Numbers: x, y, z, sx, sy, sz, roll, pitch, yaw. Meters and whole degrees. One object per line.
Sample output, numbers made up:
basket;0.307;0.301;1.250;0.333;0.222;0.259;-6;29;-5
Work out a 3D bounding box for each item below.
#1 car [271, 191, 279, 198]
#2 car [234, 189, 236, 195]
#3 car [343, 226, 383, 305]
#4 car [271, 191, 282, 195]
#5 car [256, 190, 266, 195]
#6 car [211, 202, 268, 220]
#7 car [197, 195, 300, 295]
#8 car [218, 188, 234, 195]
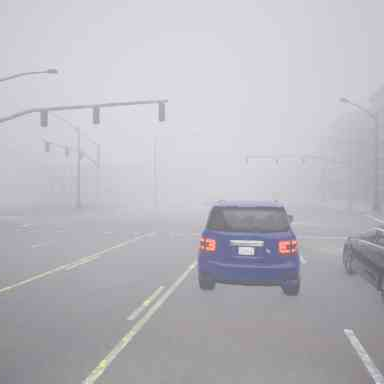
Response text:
car;21.057;0.609;84.593;1.837;1.490;4.892;0;1;11
car;9.599;0.125;80.929;2.150;2.045;5.566;0;1;11
car;4.822;1.492;7.464;2.128;1.511;4.902;0;0;11
car;19.059;0.707;74.747;2.097;1.767;4.553;0;1;11
car;15.636;0.904;75.482;1.994;1.385;4.181;0;1;11
car;3.940;1.570;28.402;1.895;1.301;4.718;0;0;-41
car;1.562;1.221;9.002;2.150;2.045;5.566;0;0;11
car;6.532;0.779;65.964;2.150;2.045;5.566;0;1;12
